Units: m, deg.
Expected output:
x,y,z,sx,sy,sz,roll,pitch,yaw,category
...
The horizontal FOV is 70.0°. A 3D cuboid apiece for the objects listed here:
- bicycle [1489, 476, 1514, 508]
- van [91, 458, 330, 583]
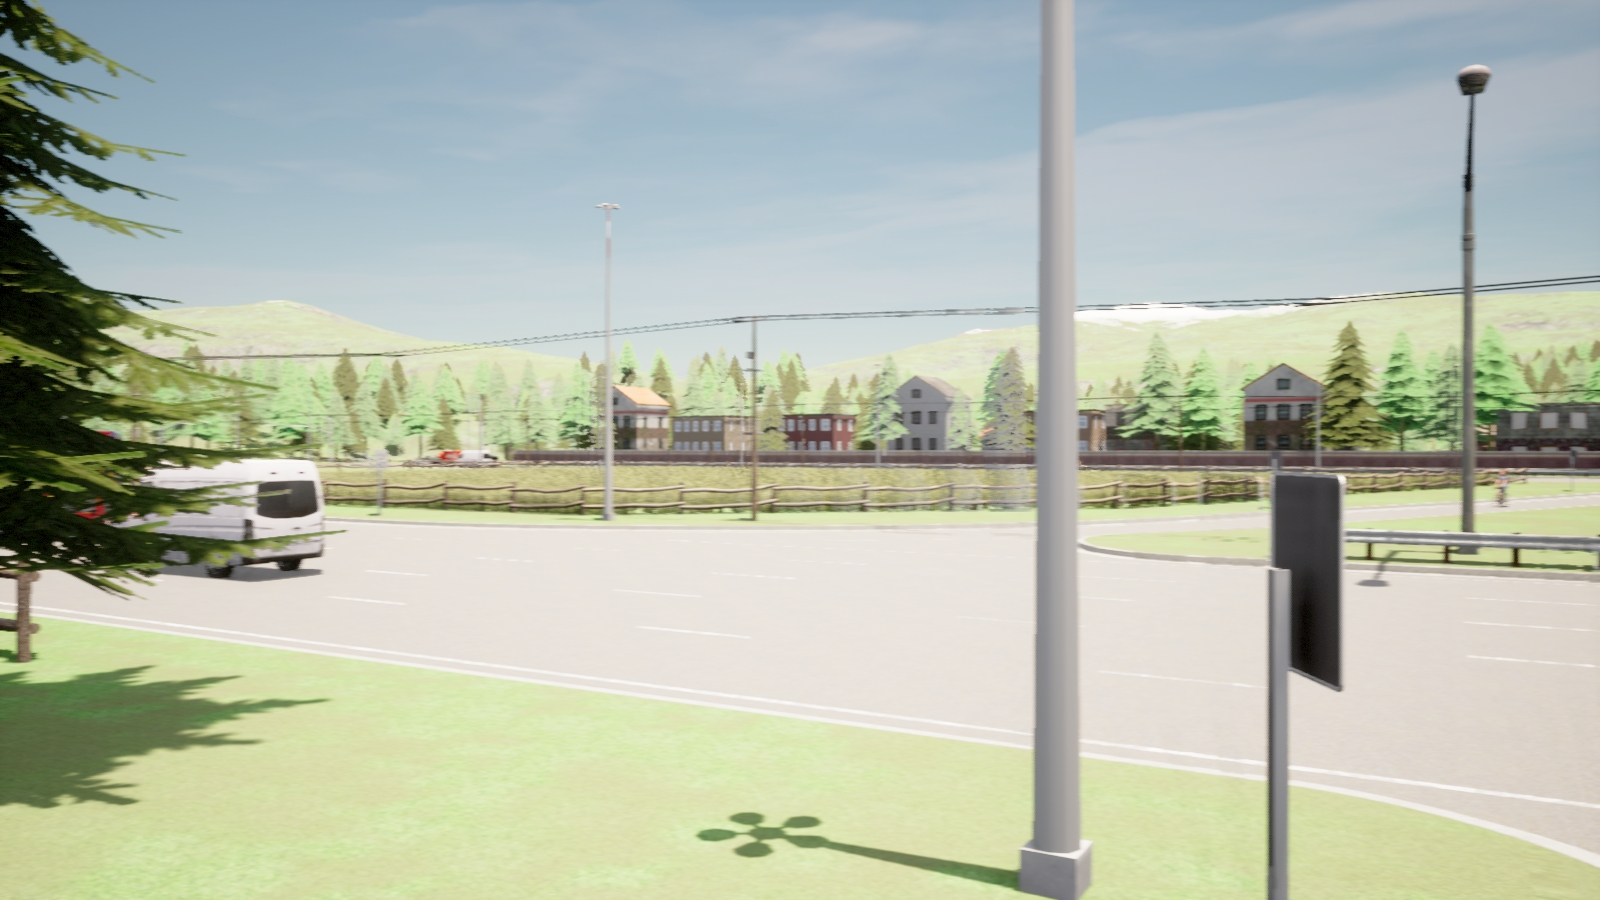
x,y,z,sx,sy,sz,roll,pitch,yaw,category
33.494,2.007,54.542,1.643,1.496,0.373,0,0,-36,bicycle
-13.614,1.499,26.262,5.915,2.561,1.988,0,0,30,van
